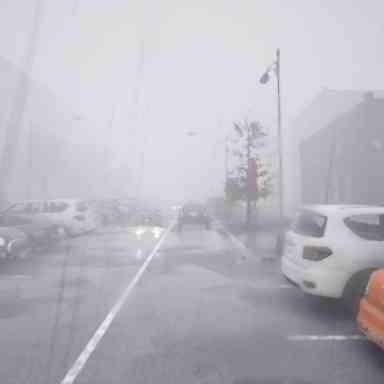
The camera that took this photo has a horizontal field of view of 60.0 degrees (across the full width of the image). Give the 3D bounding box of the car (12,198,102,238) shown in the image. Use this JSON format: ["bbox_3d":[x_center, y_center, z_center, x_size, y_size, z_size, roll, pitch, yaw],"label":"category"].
[{"bbox_3d":[-7.676,1.372,16.318,5.566,2.045,2.435,0,-1,0],"label":"car"}]

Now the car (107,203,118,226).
[{"bbox_3d":[-7.676,1.702,21.902,4.792,1.488,2.163,0,0,0],"label":"car"}]

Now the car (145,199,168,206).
[{"bbox_3d":[-7.674,2.165,72.166,4.792,1.488,2.163,0,-1,0],"label":"car"}]

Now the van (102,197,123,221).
[{"bbox_3d":[-7.765,1.471,24.700,4.442,1.987,1.878,0,0,0],"label":"van"}]

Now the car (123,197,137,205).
[{"bbox_3d":[-7.678,1.620,30.285,4.553,1.767,2.185,0,-1,0],"label":"car"}]

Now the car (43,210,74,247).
[{"bbox_3d":[-7.678,1.628,13.524,4.792,1.488,2.163,0,-1,0],"label":"car"}]

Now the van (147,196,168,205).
[{"bbox_3d":[-7.761,1.976,74.958,4.442,1.987,1.878,0,-1,0],"label":"van"}]

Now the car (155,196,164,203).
[{"bbox_3d":[-7.831,1.962,55.427,5.366,1.575,1.946,0,0,0],"label":"car"}]

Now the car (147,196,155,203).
[{"bbox_3d":[-7.614,1.741,44.252,4.553,1.767,2.185,0,0,0],"label":"car"}]

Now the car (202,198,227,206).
[{"bbox_3d":[4.691,2.094,69.653,5.008,1.535,2.097,0,-1,0],"label":"car"}]

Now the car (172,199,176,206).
[{"bbox_3d":[-3.002,2.085,66.813,2.128,1.511,4.902,0,0,0],"label":"car"}]

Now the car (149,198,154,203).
[{"bbox_3d":[-7.641,1.844,41.459,4.892,1.521,2.231,0,-1,0],"label":"car"}]

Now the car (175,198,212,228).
[{"bbox_3d":[0.101,1.561,23.870,2.097,1.767,4.553,0,-1,0],"label":"car"}]

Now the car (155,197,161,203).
[{"bbox_3d":[-7.831,1.913,49.839,5.366,1.575,1.946,0,0,0],"label":"car"}]

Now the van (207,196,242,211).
[{"bbox_3d":[4.801,1.669,47.326,4.442,1.987,1.878,0,-1,0],"label":"van"}]

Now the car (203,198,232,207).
[{"bbox_3d":[4.870,2.037,63.945,5.366,1.575,1.946,0,-1,0],"label":"car"}]

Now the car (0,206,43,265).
[{"bbox_3d":[-7.681,1.449,10.732,4.553,1.767,2.185,0,0,0],"label":"car"}]

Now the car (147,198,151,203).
[{"bbox_3d":[-7.653,1.819,38.665,4.892,1.521,2.231,0,-1,0],"label":"car"}]

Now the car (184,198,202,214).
[{"bbox_3d":[0.103,1.718,41.727,2.097,1.767,4.553,0,0,0],"label":"car"}]

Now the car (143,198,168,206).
[{"bbox_3d":[-7.644,2.090,69.335,5.008,1.535,2.097,0,0,0],"label":"car"}]

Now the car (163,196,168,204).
[{"bbox_3d":[-7.616,2.067,63.807,4.792,1.488,2.163,0,-1,0],"label":"car"}]

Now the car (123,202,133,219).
[{"bbox_3d":[-7.645,1.761,27.491,4.674,1.452,2.002,0,0,0],"label":"car"}]

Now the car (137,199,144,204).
[{"bbox_3d":[-7.642,1.768,32.953,5.008,1.535,2.097,0,-1,0],"label":"car"}]

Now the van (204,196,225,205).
[{"bbox_3d":[4.802,1.916,72.431,4.442,1.987,1.878,0,-1,0],"label":"van"}]

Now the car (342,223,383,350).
[{"bbox_3d":[4.649,1.391,4.074,4.553,1.767,2.185,0,0,0],"label":"car"}]

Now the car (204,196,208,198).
[{"bbox_3d":[4.712,1.668,50.118,5.566,2.045,2.435,0,-1,0],"label":"car"}]

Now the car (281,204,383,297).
[{"bbox_3d":[4.709,1.290,6.888,5.566,2.045,2.435,0,-1,0],"label":"car"}]

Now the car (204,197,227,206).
[{"bbox_3d":[4.654,1.940,66.865,4.553,1.767,2.185,0,-1,0],"label":"car"}]

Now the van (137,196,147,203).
[{"bbox_3d":[-7.530,1.568,35.874,4.442,1.987,1.878,0,-1,0],"label":"van"}]

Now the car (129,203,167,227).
[{"bbox_3d":[-3.096,1.781,24.775,1.994,1.385,4.181,0,0,0],"label":"car"}]

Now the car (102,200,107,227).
[{"bbox_3d":[-7.617,1.522,19.112,4.553,1.767,2.185,0,0,0],"label":"car"}]
